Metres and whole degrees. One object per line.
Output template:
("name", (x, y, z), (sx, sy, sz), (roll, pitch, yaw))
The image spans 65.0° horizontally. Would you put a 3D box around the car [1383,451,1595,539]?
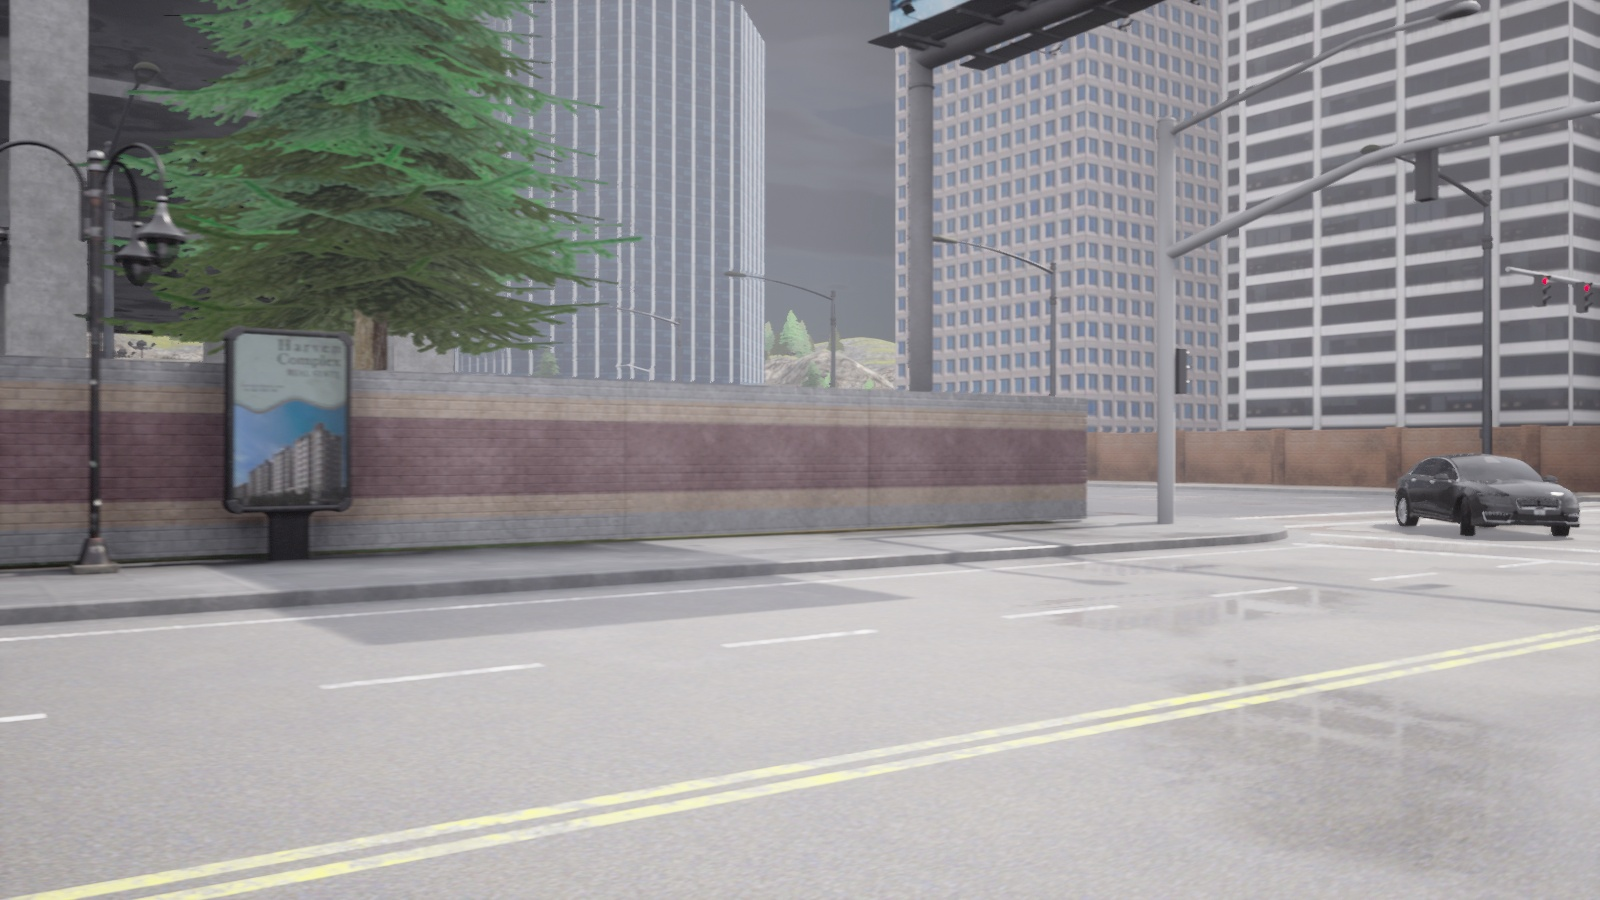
("car", (13.006, 0.782, 24.085), (1.837, 1.490, 4.892), (1, 0, 6))
